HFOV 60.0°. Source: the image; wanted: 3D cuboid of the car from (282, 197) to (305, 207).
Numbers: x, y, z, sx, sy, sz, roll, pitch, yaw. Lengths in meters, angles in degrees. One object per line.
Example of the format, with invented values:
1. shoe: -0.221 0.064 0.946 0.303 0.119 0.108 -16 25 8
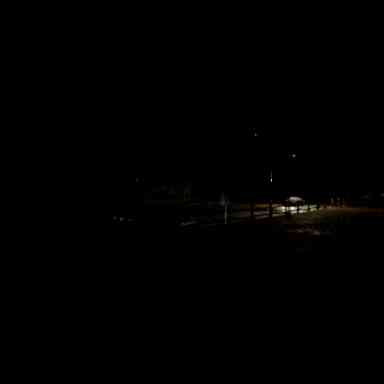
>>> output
1. car: 15.187 1.444 49.293 2.033 1.411 5.357 2 1 36

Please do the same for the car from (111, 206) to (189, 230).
1. car: -2.437 1.548 20.521 2.033 1.411 5.357 2 1 36
